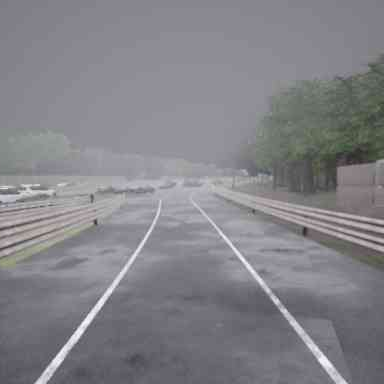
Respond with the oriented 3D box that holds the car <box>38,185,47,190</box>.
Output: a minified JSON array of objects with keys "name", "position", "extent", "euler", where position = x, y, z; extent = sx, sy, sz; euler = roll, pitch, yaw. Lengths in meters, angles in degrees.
[{"name":"car","position":[-18.457,0.176,39.330],"extent":[2.150,2.045,5.566],"euler":[0,3,15]}]

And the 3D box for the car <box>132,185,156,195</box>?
[{"name":"car","position":[-7.362,-0.281,53.347],"extent":[1.837,1.490,4.892],"euler":[0,3,15]}]

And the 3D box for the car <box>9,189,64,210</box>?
[{"name":"car","position":[-13.691,0.863,30.239],"extent":[1.837,1.490,4.892],"euler":[0,3,15]}]

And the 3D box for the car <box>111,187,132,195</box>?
[{"name":"car","position":[-10.731,-0.207,54.300],"extent":[1.895,1.301,4.718],"euler":[0,3,15]}]

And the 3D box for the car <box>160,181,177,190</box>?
[{"name":"car","position":[-5.490,-1.155,73.440],"extent":[1.895,1.301,4.718],"euler":[0,3,15]}]

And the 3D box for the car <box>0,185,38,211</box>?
[{"name":"car","position":[-17.257,0.593,30.462],"extent":[2.150,2.045,5.566],"euler":[0,3,15]}]

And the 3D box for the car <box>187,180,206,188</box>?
[{"name":"car","position":[1.202,-2.100,84.616],"extent":[2.150,2.045,5.566],"euler":[0,3,15]}]

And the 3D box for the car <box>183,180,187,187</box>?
[{"name":"car","position":[-0.730,-2.381,90.814],"extent":[2.150,2.045,5.566],"euler":[0,3,15]}]

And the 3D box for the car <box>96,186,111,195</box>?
[{"name":"car","position":[-14.114,-0.303,55.195],"extent":[1.812,1.442,4.674],"euler":[0,3,15]}]
